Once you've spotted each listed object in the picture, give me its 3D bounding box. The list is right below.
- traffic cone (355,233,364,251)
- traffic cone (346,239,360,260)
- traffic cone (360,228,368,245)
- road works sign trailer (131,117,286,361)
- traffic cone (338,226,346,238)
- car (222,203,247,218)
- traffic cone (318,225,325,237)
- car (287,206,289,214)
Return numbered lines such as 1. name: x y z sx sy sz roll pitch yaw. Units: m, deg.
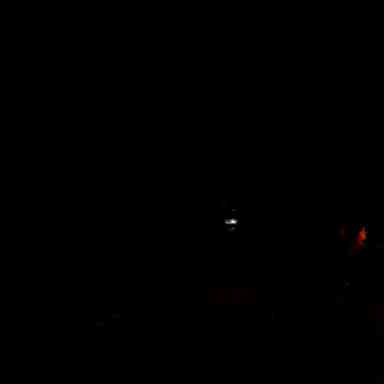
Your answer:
1. traffic cone: 6.548 2.038 13.230 0.340 0.580 0.340 0 0 31
2. traffic cone: 5.518 2.028 11.515 0.340 0.580 0.340 0 0 31
3. traffic cone: 7.577 2.049 14.945 0.340 0.580 0.340 0 0 31
4. road works sign trailer: 0.637 0.510 6.290 2.380 3.560 2.880 0 0 31
5. traffic cone: 7.750 2.064 17.174 0.340 0.580 0.340 0 0 31
6. car: 4.271 1.830 33.353 1.895 1.301 4.718 0 0 27
7. traffic cone: 6.892 2.069 17.689 0.340 0.580 0.340 0 0 31
8. car: 8.967 1.758 35.001 1.812 1.442 4.674 0 0 25
